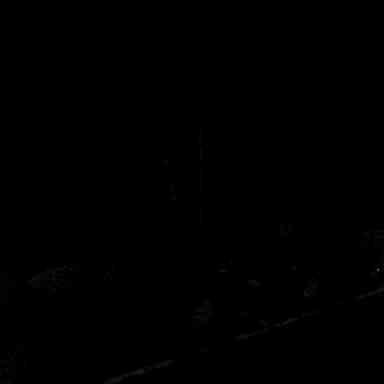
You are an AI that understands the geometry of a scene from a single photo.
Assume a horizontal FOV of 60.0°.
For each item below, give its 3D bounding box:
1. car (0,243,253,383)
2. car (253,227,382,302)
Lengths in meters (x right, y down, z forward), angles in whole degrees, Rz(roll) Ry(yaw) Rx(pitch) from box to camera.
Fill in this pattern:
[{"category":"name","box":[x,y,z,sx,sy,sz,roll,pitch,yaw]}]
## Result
[{"category":"car","box":[-1.370,1.556,5.211,4.507,1.381,1.887,0,0,-35]},{"category":"car","box":[3.117,1.612,8.411,4.313,1.339,1.947,0,0,-35]}]
